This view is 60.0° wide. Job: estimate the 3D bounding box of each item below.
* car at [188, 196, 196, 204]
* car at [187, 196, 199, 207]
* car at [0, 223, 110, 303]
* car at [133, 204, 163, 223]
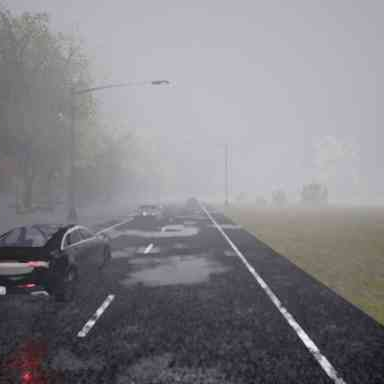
[{"bbox_3d":[0.007,1.742,73.014,1.837,1.490,4.892,0,0,0],"label":"car"},{"bbox_3d":[0.103,1.657,54.696,1.882,1.535,5.008,0,0,0],"label":"car"},{"bbox_3d":[-3.401,1.519,8.245,2.128,1.511,4.902,0,0,0],"label":"car"},{"bbox_3d":[-3.399,1.633,26.457,2.033,1.411,5.357,0,0,0],"label":"car"}]
